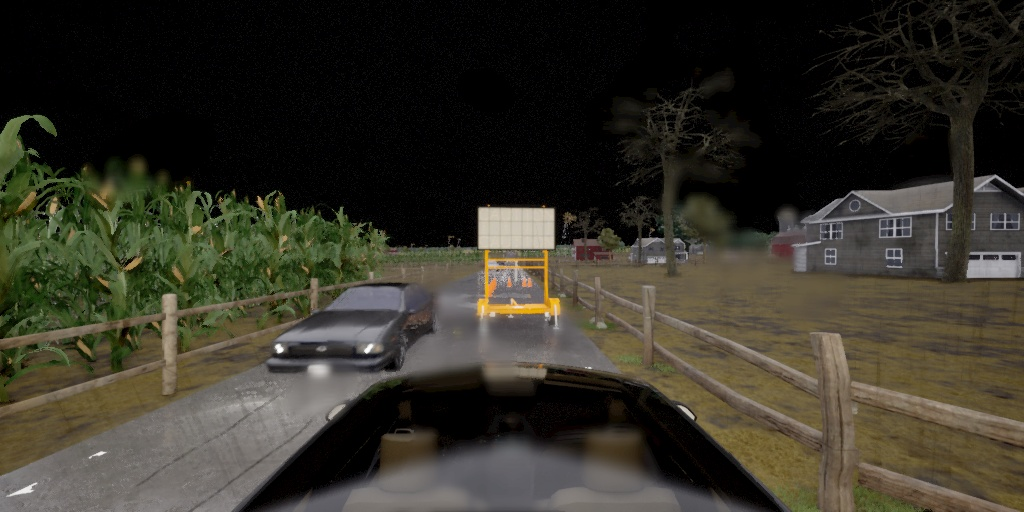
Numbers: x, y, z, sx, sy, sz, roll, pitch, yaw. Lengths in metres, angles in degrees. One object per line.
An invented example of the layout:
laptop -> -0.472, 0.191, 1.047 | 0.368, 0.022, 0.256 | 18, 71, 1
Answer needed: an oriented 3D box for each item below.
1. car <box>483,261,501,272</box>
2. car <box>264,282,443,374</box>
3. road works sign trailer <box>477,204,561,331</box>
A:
car -> -2.834, 1.432, 49.838 | 1.812, 1.442, 4.674 | 0, 0, 0
car -> -2.849, 1.305, 7.967 | 2.033, 1.411, 5.357 | 0, 0, 0
road works sign trailer -> 0.122, 0.227, 11.047 | 2.380, 3.560, 2.880 | 0, 0, -5
